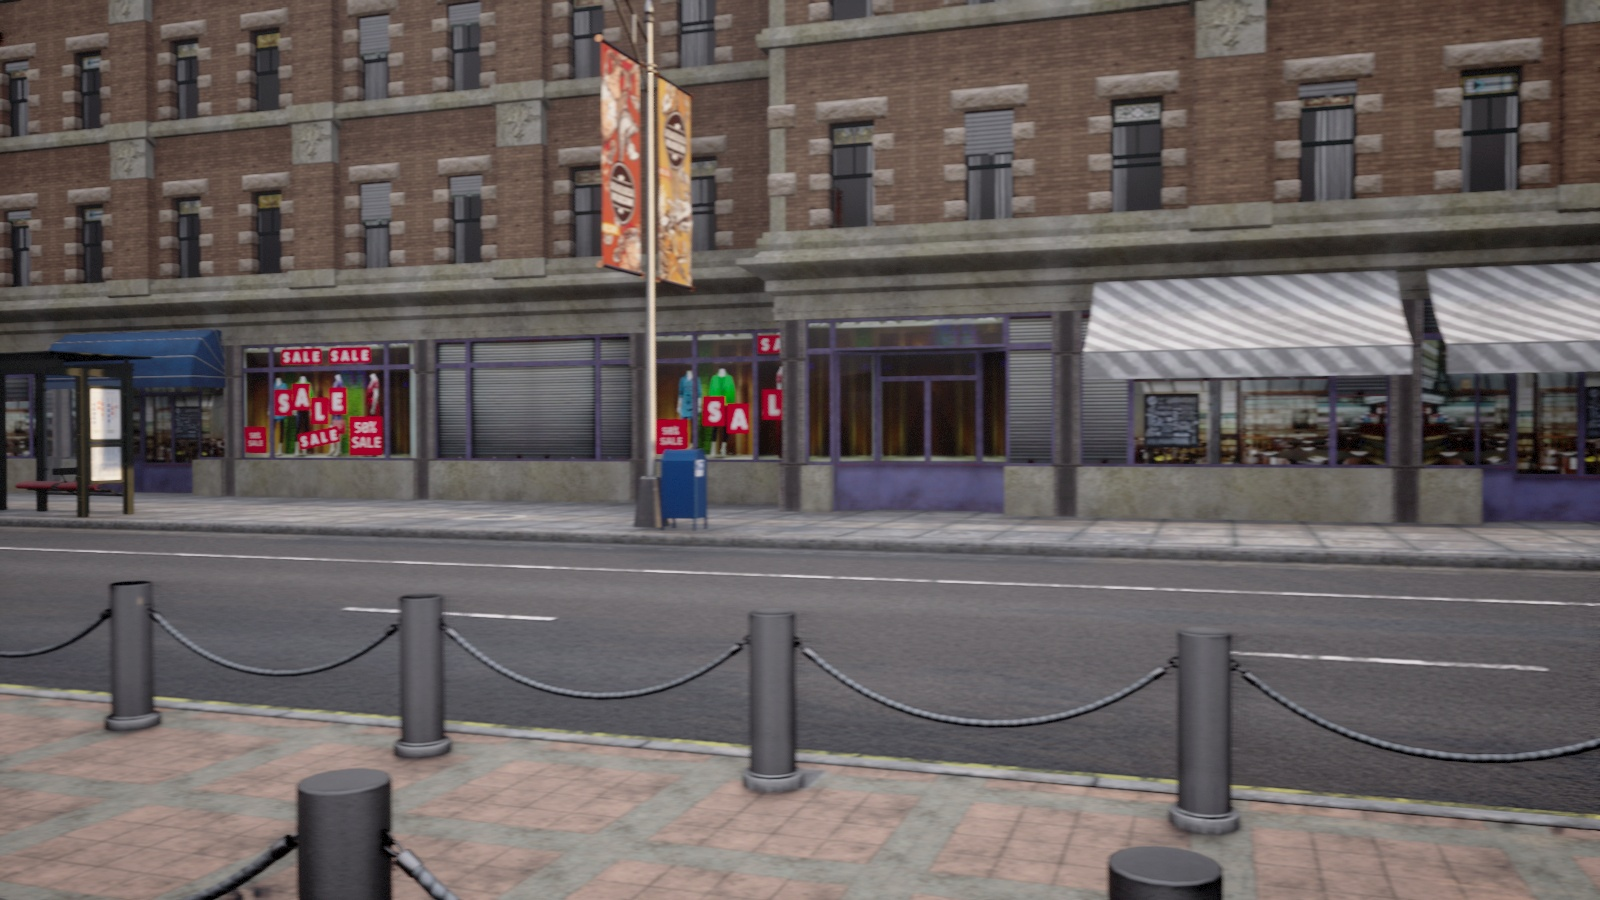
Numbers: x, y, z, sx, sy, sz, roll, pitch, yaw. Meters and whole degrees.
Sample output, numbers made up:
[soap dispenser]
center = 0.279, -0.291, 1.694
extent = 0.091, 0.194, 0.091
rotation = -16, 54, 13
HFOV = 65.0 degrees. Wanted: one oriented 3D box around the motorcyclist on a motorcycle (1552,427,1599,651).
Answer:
[motorcyclist on a motorcycle]
center = 6.999, 0.655, 9.278
extent = 2.350, 1.649, 0.766
rotation = 0, 1, 19
